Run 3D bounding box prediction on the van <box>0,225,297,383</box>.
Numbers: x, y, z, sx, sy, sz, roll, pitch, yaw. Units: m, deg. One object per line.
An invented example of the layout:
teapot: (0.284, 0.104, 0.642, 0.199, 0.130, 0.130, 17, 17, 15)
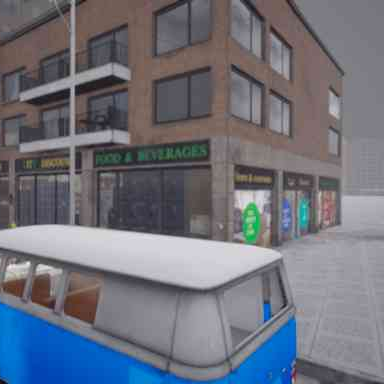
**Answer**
van: (-0.941, 1.328, 3.532, 3.998, 1.788, 1.690, 0, 0, 36)
